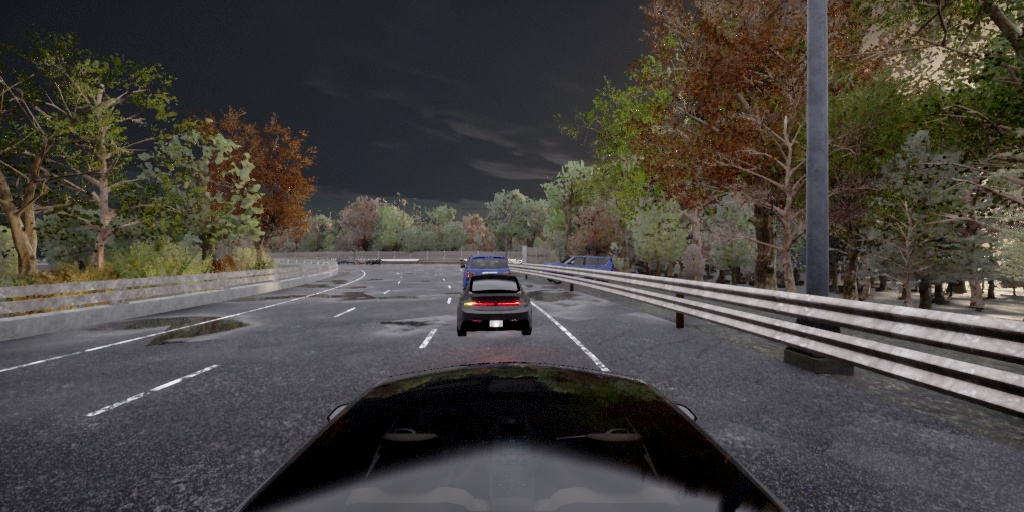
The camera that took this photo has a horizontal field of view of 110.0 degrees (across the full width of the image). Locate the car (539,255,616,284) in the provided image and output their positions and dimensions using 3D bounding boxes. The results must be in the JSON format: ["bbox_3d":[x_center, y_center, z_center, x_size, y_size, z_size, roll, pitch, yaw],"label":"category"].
[{"bbox_3d":[4.818,0.951,26.175,5.566,2.045,2.150,3,1,-9],"label":"car"}]

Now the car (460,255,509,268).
[{"bbox_3d":[-1.336,0.971,17.850,2.150,2.045,5.566,0,0,-8],"label":"car"}]

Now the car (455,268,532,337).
[{"bbox_3d":[-0.563,1.255,10.374,1.837,1.490,4.892,0,0,-5],"label":"car"}]
